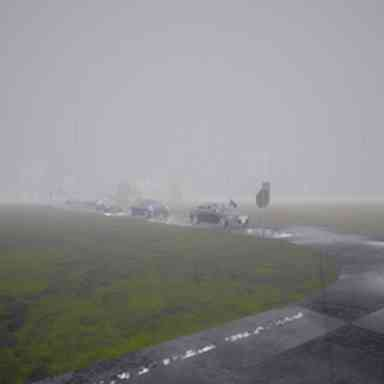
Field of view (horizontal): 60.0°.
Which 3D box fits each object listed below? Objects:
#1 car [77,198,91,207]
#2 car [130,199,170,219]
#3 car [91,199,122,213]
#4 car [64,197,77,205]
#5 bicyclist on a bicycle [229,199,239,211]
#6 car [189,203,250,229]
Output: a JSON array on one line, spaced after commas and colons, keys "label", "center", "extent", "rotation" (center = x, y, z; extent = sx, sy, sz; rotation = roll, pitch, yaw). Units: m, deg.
[{"label": "car", "center": [-16.264, 1.719, 52.942], "extent": [1.895, 1.301, 4.718], "rotation": [0, 0, -35]}, {"label": "car", "center": [-3.886, 1.397, 30.150], "extent": [2.097, 1.767, 4.553], "rotation": [0, 0, -35]}, {"label": "car", "center": [-9.762, 1.602, 38.544], "extent": [1.812, 1.442, 4.674], "rotation": [0, 0, -35]}, {"label": "car", "center": [-21.939, 1.708, 61.036], "extent": [2.033, 1.411, 5.357], "rotation": [0, 0, -35]}, {"label": "bicyclist on a bicycle", "center": [3.642, 1.473, 29.812], "extent": [1.656, 1.620, 0.582], "rotation": [0, 0, -35]}, {"label": "car", "center": [1.722, 1.509, 22.150], "extent": [2.128, 1.511, 4.902], "rotation": [0, 0, -35]}]
